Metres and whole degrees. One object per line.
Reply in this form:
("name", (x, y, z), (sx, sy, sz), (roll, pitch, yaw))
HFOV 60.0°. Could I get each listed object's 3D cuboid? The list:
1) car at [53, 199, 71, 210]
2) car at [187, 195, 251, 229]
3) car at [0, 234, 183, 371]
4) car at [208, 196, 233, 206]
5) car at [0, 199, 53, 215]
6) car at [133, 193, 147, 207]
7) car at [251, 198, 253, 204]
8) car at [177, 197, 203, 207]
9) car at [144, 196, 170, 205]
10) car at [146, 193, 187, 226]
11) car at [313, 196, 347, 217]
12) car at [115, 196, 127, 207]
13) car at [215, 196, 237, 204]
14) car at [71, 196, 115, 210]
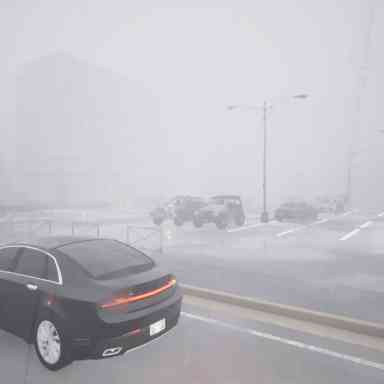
("car", (-17.126, 1.547, 41.486), (2.033, 1.411, 5.357), (0, 0, 34))
("car", (1.747, 1.156, 20.203), (1.905, 1.878, 3.866), (0, 0, 34))
("car", (-2.416, 1.505, 5.725), (4.892, 1.490, 1.837), (0, 0, 36))
("car", (4.770, 1.491, 54.838), (2.128, 1.511, 4.902), (0, 0, 34))
("car", (-17.455, 1.601, 34.732), (1.895, 1.301, 4.718), (0, 0, 34))
("car", (-6.564, 1.221, 50.853), (2.150, 2.045, 5.566), (0, 0, 34))
("car", (9.892, 1.505, 62.446), (1.837, 1.490, 4.892), (0, 0, 34))
("car", (-0.245, 1.525, 53.657), (1.812, 1.442, 4.674), (0, 0, 34))
("car", (-6.007, 1.526, 57.912), (1.812, 1.442, 4.674), (0, 0, 35))
("car", (-0.617, 1.153, 21.873), (1.932, 1.855, 4.605), (0, 0, 34))
("car", (13.796, 1.395, 33.136), (1.970, 1.475, 3.806), (0, 0, 34))
("car", (-11.788, 1.352, 49.403), (2.097, 1.767, 4.553), (0, 0, 34))
("car", (6.484, 1.491, 63.646), (2.128, 1.511, 4.902), (0, 0, 34))
("car", (-12.452, 1.526, 42.143), (1.812, 1.442, 4.674), (0, 0, 34))
